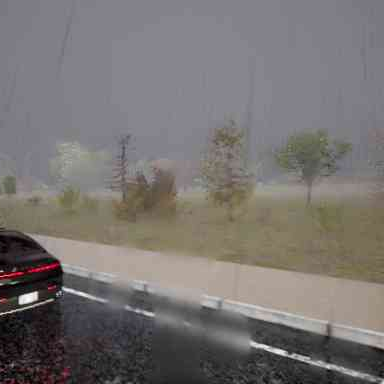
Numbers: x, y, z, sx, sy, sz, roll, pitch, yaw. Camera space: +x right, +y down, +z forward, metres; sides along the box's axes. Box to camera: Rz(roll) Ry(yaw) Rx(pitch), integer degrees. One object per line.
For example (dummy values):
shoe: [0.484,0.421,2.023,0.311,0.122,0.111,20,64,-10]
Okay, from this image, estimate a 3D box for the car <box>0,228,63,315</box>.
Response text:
car: [-4.653,1.507,6.937,4.892,1.490,1.837,0,0,36]
